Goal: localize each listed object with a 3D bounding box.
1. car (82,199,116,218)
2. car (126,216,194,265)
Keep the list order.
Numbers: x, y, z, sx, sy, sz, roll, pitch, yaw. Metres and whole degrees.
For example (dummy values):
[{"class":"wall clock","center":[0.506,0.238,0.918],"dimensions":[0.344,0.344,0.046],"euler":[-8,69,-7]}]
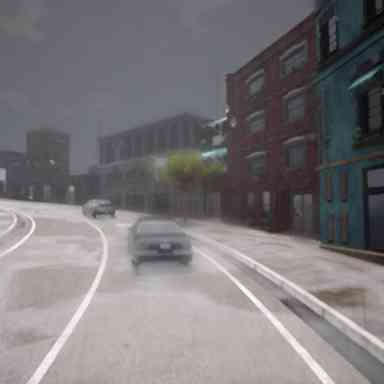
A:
[{"class":"car","center":[-7.912,1.353,28.075],"dimensions":[2.128,1.511,4.902],"euler":[2,0,-32]},{"class":"car","center":[-1.296,1.573,11.791],"dimensions":[2.033,1.411,5.357],"euler":[1,0,-13]}]
